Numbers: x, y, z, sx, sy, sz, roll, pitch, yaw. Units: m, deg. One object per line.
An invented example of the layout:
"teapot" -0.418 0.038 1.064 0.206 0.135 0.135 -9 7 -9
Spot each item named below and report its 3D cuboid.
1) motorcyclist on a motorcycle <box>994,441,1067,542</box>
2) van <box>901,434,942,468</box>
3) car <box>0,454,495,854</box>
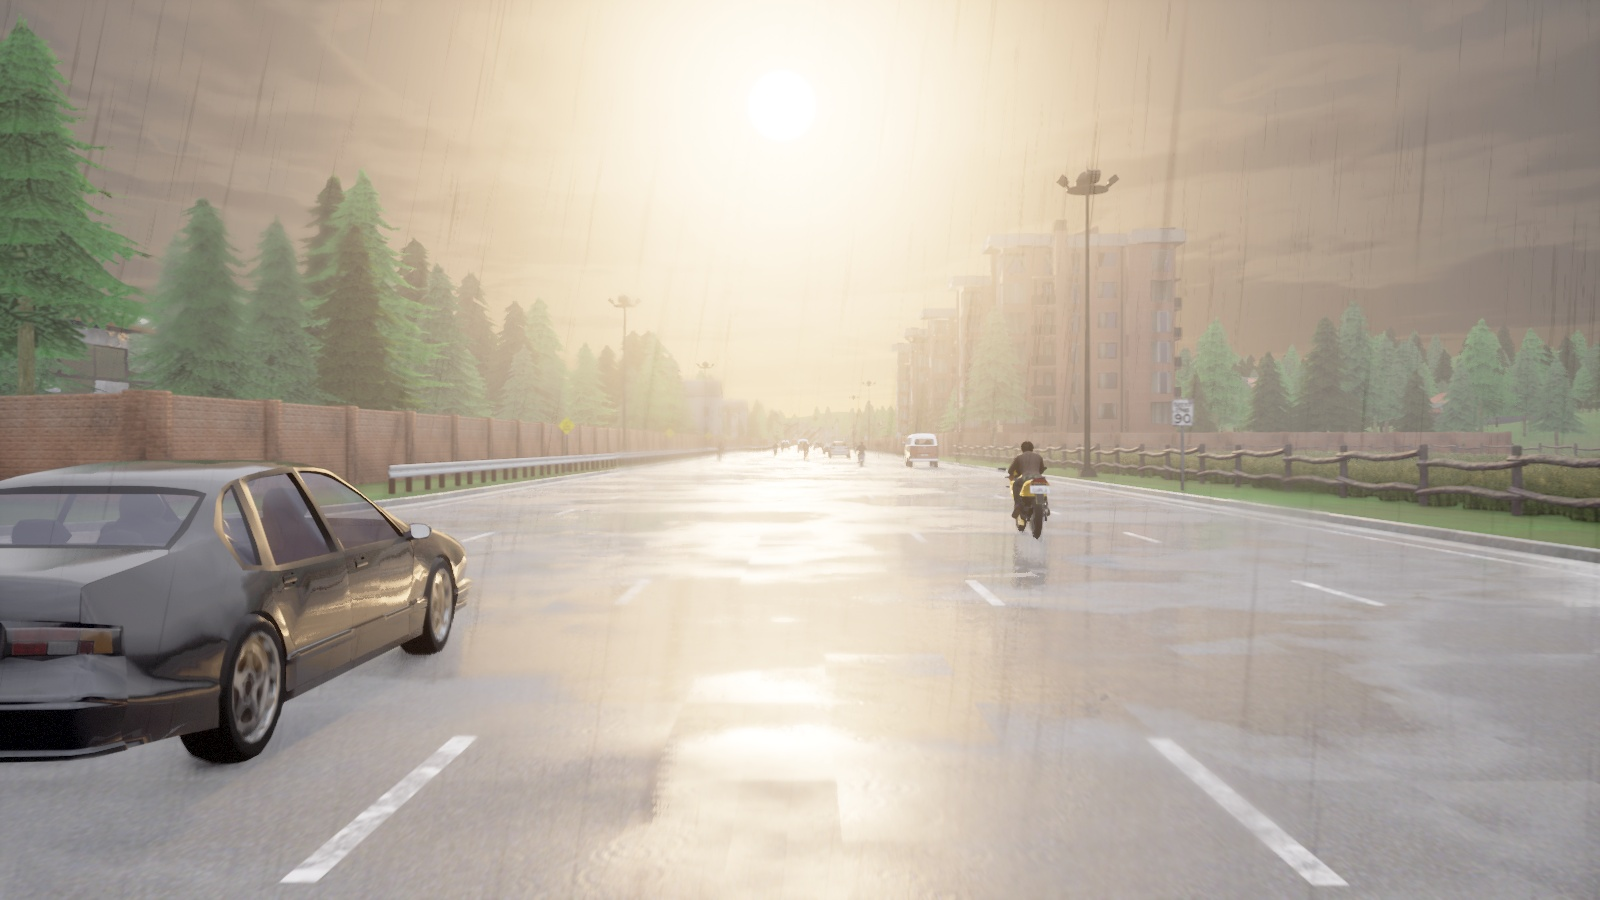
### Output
"motorcyclist on a motorcycle" 3.629 0.619 19.956 0.797 1.523 2.044 0 0 0
"van" 7.455 0.038 77.445 2.069 2.038 4.480 0 0 0
"car" -3.444 0.750 7.253 2.033 1.411 5.357 0 0 0
